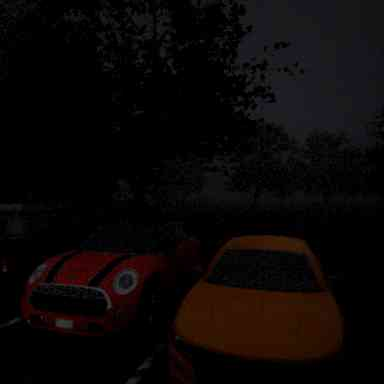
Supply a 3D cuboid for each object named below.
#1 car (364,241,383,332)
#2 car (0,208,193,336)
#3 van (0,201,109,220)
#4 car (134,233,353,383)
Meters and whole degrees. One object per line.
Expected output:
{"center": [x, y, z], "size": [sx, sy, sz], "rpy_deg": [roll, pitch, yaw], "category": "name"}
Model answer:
{"center": [3.565, 1.235, 3.572], "size": [2.435, 2.045, 5.566], "rpy_deg": [0, -1, 15], "category": "car"}
{"center": [-1.252, 1.356, 7.011], "size": [2.185, 1.767, 4.553], "rpy_deg": [1, -1, 16], "category": "car"}
{"center": [-3.647, 1.252, 8.817], "size": [1.878, 1.987, 4.442], "rpy_deg": [0, -1, 16], "category": "van"}
{"center": [1.155, 1.484, 5.264], "size": [2.097, 1.535, 5.008], "rpy_deg": [1, -1, 15], "category": "car"}
